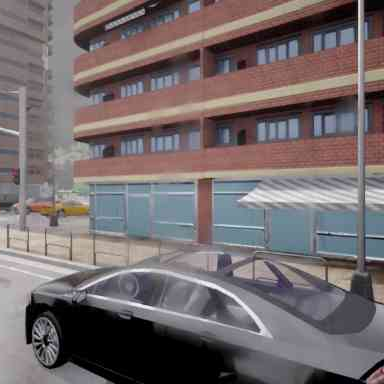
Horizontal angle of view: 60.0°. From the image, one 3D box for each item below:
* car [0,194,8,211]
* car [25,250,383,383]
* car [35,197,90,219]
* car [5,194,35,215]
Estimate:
[{"bbox_3d":[-20.150,1.227,34.998,2.150,2.045,5.566,0,0,35],"label":"car"},{"bbox_3d":[-0.138,1.492,4.087,4.902,1.511,2.128,0,0,35],"label":"car"},{"bbox_3d":[-10.862,1.481,29.595,1.882,1.535,5.008,0,0,36],"label":"car"},{"bbox_3d":[-16.224,1.357,34.441,2.097,1.767,4.553,0,0,36],"label":"car"}]
